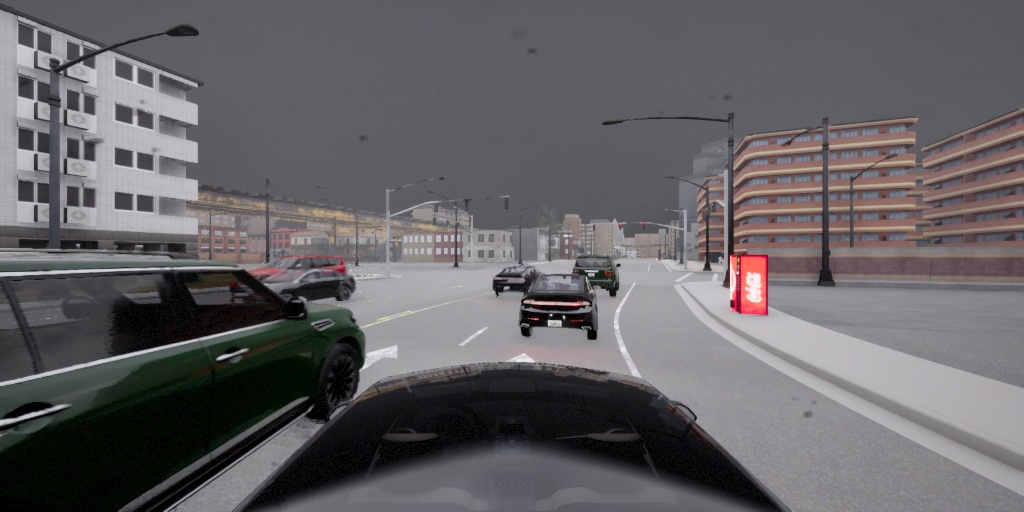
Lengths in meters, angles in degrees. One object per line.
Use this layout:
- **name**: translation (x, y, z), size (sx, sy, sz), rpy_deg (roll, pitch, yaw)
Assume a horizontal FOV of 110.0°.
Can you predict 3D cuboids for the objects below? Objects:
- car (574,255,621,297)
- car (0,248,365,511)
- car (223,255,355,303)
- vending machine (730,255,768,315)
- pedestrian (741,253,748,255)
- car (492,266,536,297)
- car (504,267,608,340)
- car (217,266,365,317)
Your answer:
- **car**: translation (4.578, 0.971, 19.347), size (2.150, 2.045, 5.566), rpy_deg (0, 0, 19)
- **car**: translation (-3.213, 0.974, 2.716), size (2.150, 2.045, 5.566), rpy_deg (0, 0, 2)
- **car**: translation (-10.941, 0.970, 18.257), size (2.150, 2.045, 5.566), rpy_deg (0, 0, 19)
- **vending machine**: translation (7.825, 0.945, 11.853), size (1.100, 2.100, 0.880), rpy_deg (0, 0, 20)
- **pedestrian**: translation (8.059, 0.795, 12.472), size (0.375, 1.860, 0.375), rpy_deg (0, 0, 21)
- **car**: translation (0.589, 1.242, 18.511), size (2.128, 1.511, 4.902), rpy_deg (0, 0, 20)
- **car**: translation (1.448, 1.242, 10.108), size (2.128, 1.511, 4.902), rpy_deg (0, 0, 13)
- **car**: translation (-8.468, 1.242, 14.407), size (2.128, 1.511, 4.902), rpy_deg (0, 0, 17)
